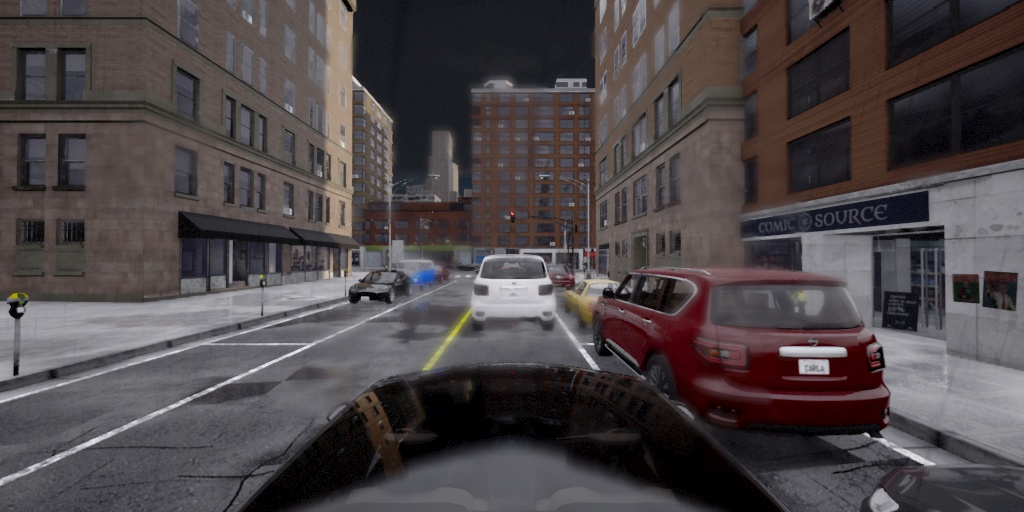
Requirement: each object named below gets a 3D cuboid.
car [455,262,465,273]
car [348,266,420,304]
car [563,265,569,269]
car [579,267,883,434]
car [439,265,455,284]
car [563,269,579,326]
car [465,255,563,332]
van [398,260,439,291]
[{"bbox_3d":[-5.397,1.363,43.564,4.718,1.301,1.895,0,-1,0],"label":"car"},{"bbox_3d":[-5.878,1.335,16.519,1.948,1.339,4.313,0,0,0],"label":"car"},{"bbox_3d":[2.639,1.219,22.013,1.967,1.591,4.097,0,0,0],"label":"car"},{"bbox_3d":[2.664,1.068,5.565,2.192,1.841,5.009,0,0,0],"label":"car"},{"bbox_3d":[-5.895,1.333,27.484,1.888,1.381,4.507,0,0,0],"label":"car"},{"bbox_3d":[2.655,1.286,11.218,1.751,1.417,4.829,0,0,0],"label":"car"},{"bbox_3d":[0.017,0.983,11.090,2.150,2.045,5.566,0,0,-1],"label":"car"},{"bbox_3d":[-5.887,1.120,22.002,1.690,1.789,3.998,0,0,0],"label":"van"}]
